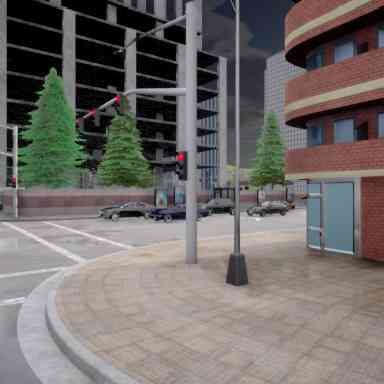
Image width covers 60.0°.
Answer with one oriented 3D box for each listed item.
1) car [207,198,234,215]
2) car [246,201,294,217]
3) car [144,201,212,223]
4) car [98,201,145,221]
[{"bbox_3d":[2.202,1.407,32.889,4.553,1.767,2.097,0,0,-35],"label":"car"},{"bbox_3d":[7.360,1.581,32.243,4.674,1.442,1.812,0,0,-35],"label":"car"},{"bbox_3d":[-1.023,1.656,26.323,4.718,1.301,1.895,0,0,-35],"label":"car"},{"bbox_3d":[-5.285,1.547,27.596,4.902,1.511,2.128,0,0,-35],"label":"car"}]
